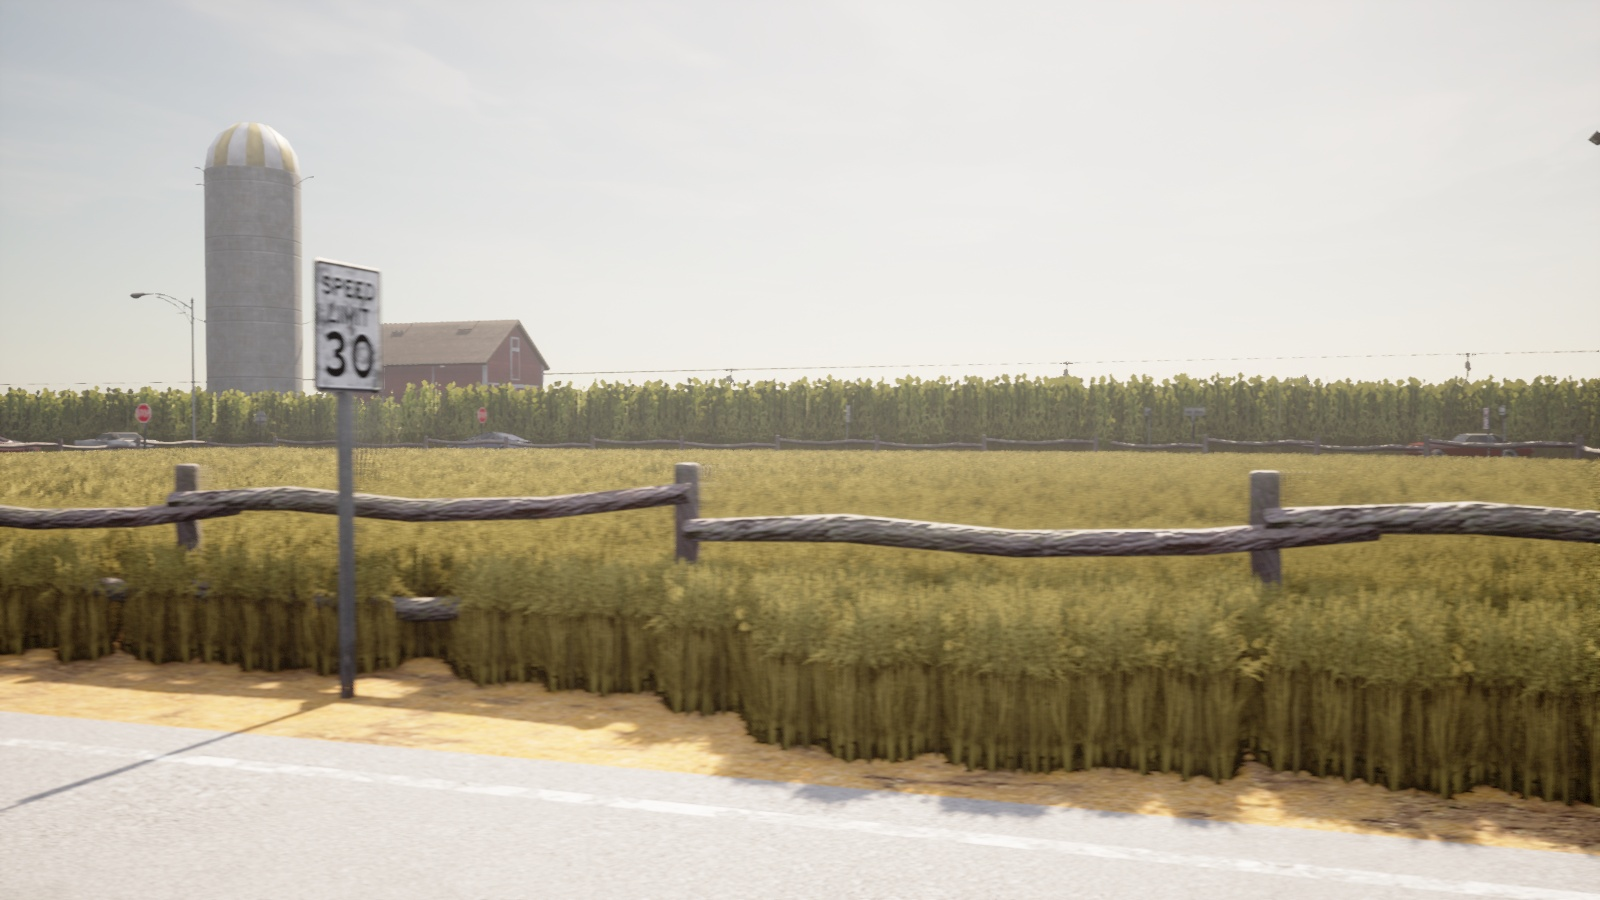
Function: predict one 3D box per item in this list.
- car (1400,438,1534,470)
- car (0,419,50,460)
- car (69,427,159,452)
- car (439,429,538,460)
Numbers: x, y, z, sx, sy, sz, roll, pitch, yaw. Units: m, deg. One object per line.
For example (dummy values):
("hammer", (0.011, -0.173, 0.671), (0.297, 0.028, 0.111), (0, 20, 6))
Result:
("car", (28.583, 0.159, 53.950), (4.718, 1.301, 1.895), (0, 1, 6))
("car", (-33.554, -0.420, 51.073), (2.152, 1.651, 5.027), (1, 1, 19))
("car", (-36.998, -0.580, 67.702), (4.718, 1.301, 1.895), (0, 1, 27))
("car", (-14.885, -0.294, 60.088), (4.181, 1.385, 1.994), (1, 1, 19))
